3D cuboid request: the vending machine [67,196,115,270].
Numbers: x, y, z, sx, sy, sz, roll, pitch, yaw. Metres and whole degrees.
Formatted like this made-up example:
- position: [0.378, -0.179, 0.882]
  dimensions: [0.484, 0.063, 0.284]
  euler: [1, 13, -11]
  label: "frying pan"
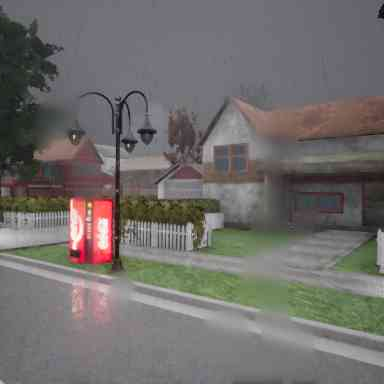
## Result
- position: [-3.106, 1.194, 10.261]
  dimensions: [0.880, 2.100, 1.100]
  euler: [0, 0, 36]
  label: "vending machine"
